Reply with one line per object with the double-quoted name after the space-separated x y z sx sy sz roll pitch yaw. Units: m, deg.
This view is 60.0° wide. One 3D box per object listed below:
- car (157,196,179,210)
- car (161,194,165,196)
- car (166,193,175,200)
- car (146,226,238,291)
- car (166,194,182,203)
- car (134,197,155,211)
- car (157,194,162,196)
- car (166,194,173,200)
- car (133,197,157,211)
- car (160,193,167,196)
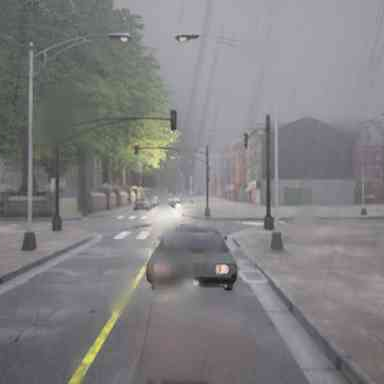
-3.000 1.459 41.155 1.895 1.301 4.718 0 0 0 "car"
-5.607 1.403 50.097 1.947 1.339 4.313 1 0 0 "car"
-5.973 1.141 93.698 2.192 1.841 5.009 1 0 0 "car"
0.023 1.565 8.887 1.895 1.301 4.718 0 0 1 "car"
-3.103 1.424 58.181 1.895 1.301 4.718 0 0 0 "car"
-5.568 1.388 39.485 1.752 1.417 4.829 1 0 0 "car"
-5.560 1.400 44.647 2.008 1.369 4.403 1 0 0 "car"
-5.930 1.344 88.078 1.752 1.417 4.829 1 0 0 "car"
-5.527 1.419 37.512 2.008 1.369 4.403 1 0 0 "car"
-5.700 1.401 60.997 1.802 1.307 4.206 1 0 0 "car"
